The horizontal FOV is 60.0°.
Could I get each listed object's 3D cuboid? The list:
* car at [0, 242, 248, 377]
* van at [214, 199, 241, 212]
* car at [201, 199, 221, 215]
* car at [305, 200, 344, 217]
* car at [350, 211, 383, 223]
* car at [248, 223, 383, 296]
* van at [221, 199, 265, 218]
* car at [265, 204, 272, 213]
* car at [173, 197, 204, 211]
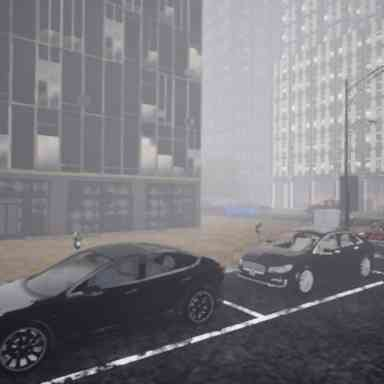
[{"bbox_3d":[-1.354,1.588,5.594,4.313,1.339,1.947,1,0,-36],"label":"car"},{"bbox_3d":[5.258,1.938,49.062,1.690,1.788,3.998,0,-1,-36],"label":"van"},{"bbox_3d":[1.886,1.773,39.510,2.192,1.841,5.009,0,-1,-36],"label":"car"},{"bbox_3d":[14.811,1.808,36.092,2.192,1.841,5.009,0,-1,-36],"label":"car"},{"bbox_3d":[7.661,1.581,12.026,4.097,1.590,1.967,1,0,-36],"label":"car"},{"bbox_3d":[3.153,1.632,8.809,4.403,1.369,2.008,1,0,-36],"label":"car"},{"bbox_3d":[5.265,1.762,34.923,1.690,1.788,3.998,0,-1,-36],"label":"van"},{"bbox_3d":[8.637,2.111,44.472,2.008,1.369,4.403,0,-1,-36],"label":"car"},{"bbox_3d":[-0.611,1.828,52.522,2.150,2.045,5.566,1,-1,-36],"label":"car"}]
